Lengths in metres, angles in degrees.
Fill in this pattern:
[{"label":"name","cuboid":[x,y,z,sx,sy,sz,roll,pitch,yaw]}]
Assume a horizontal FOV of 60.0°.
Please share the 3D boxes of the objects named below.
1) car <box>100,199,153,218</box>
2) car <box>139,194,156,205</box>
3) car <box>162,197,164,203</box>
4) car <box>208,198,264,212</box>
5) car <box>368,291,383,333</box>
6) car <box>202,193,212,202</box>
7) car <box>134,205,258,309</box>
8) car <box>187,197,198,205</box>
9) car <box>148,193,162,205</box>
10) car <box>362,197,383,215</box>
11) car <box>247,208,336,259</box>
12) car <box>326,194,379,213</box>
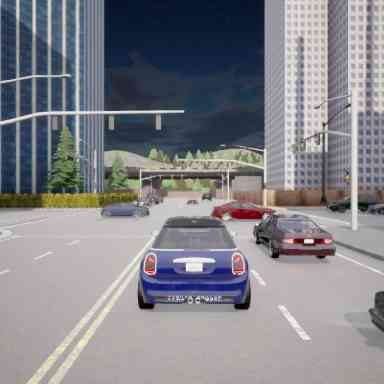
[{"label":"car","cuboid":[-5.857,1.564,29.184,4.181,1.385,1.994,0,0,-1]},{"label":"car","cuboid":[-7.127,1.491,49.781,2.128,1.511,4.902,0,0,0]},{"label":"car","cuboid":[-7.045,1.552,69.514,1.994,1.385,4.181,0,0,0]},{"label":"car","cuboid":[3.991,1.477,25.842,5.008,1.535,1.882,0,0,-1]},{"label":"car","cuboid":[3.599,1.547,2.573,2.033,1.411,5.357,0,0,0]},{"label":"car","cuboid":[3.450,1.202,77.733,2.150,2.045,5.566,0,0,0]},{"label":"car","cuboid":[0.054,1.352,8.012,2.097,1.767,4.553,0,0,0]},{"label":"car","cuboid":[0.064,1.600,58.424,1.895,1.301,4.718,0,0,0]},{"label":"car","cuboid":[-7.110,1.221,59.648,2.150,2.045,5.566,0,0,0]},{"label":"car","cuboid":[19.999,1.526,33.089,4.674,1.442,1.812,0,0,0]},{"label":"car","cuboid":[3.602,1.547,12.641,2.033,1.411,5.357,0,0,1]},{"label":"car","cuboid":[17.820,1.221,36.622,5.566,2.045,2.150,0,0,0]}]
